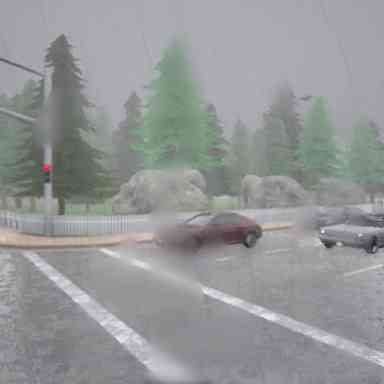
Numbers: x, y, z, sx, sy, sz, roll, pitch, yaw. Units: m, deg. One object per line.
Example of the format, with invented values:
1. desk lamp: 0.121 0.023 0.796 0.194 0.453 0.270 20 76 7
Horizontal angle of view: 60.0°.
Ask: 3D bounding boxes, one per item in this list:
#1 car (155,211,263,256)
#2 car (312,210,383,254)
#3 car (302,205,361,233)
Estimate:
1. car: 0.811 1.514 13.203 4.674 1.442 1.812 0 0 -35
2. car: 7.171 1.577 13.394 4.718 1.301 1.895 0 0 -35
3. car: 8.097 1.487 18.361 4.674 1.442 1.812 0 0 -35
